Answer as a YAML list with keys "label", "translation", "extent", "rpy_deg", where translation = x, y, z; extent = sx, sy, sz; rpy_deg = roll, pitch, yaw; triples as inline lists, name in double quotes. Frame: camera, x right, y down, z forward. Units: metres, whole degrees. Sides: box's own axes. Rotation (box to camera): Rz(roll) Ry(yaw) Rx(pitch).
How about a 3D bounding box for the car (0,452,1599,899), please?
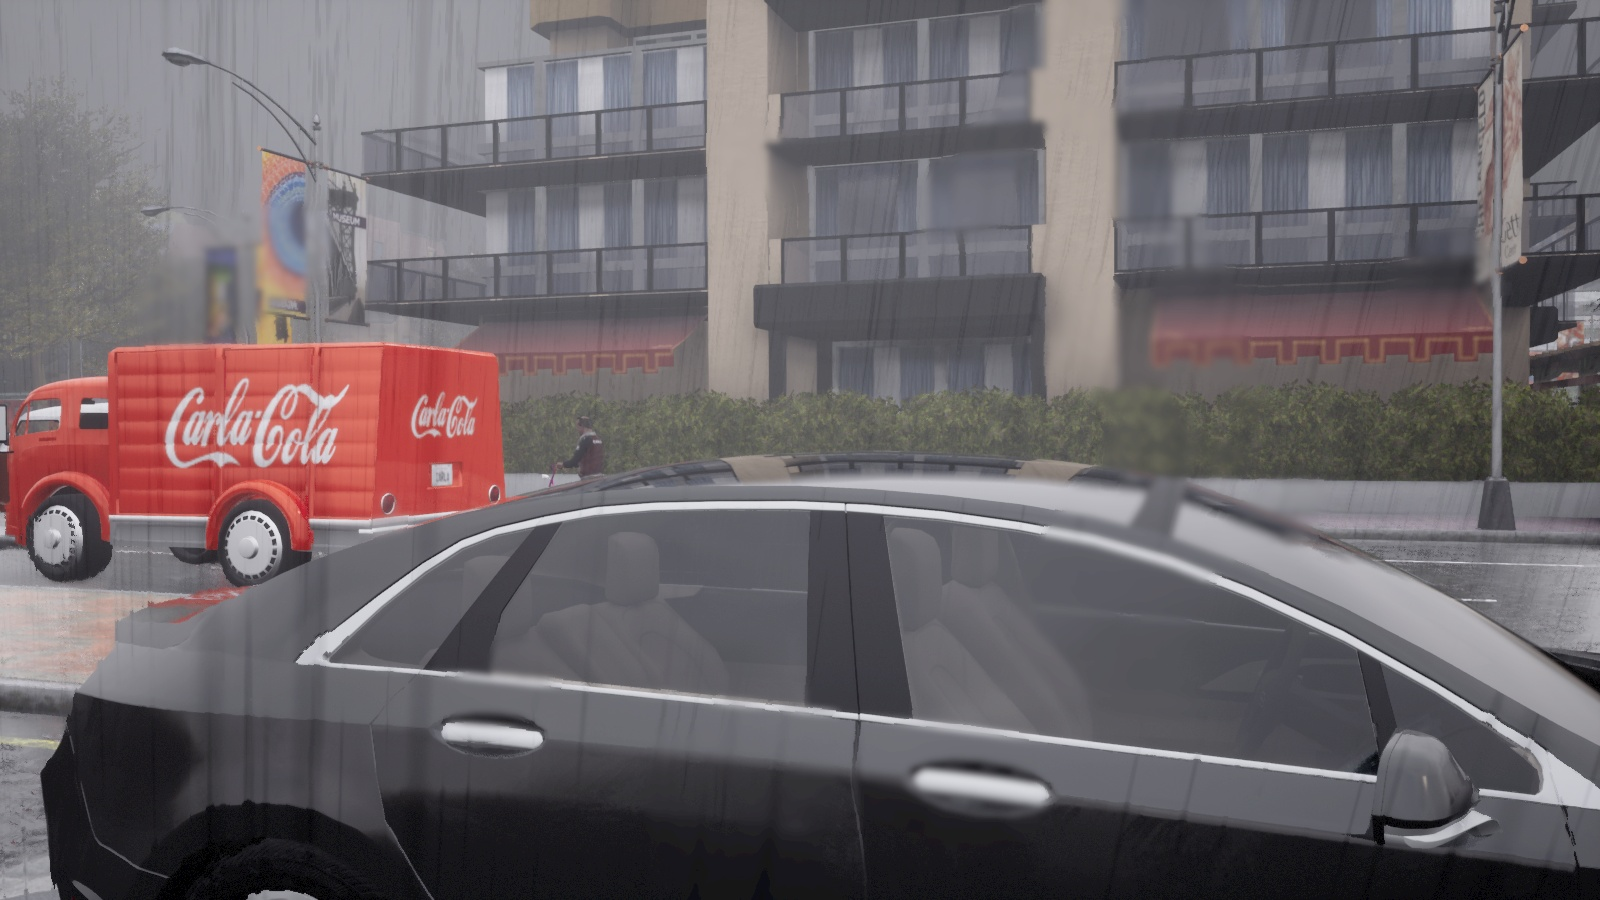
- label: "car"
  translation: [0.540, 0.785, 3.011]
  extent: [4.892, 1.490, 1.837]
  rpy_deg: [1, 1, 19]

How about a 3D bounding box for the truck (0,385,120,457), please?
- label: "truck"
  translation: [-42.201, -1.612, 69.671]
  extent: [8.468, 3.827, 2.891]
  rpy_deg: [1, 1, 19]

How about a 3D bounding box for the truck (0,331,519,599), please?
- label: "truck"
  translation: [-6.039, 0.099, 13.653]
  extent: [5.204, 2.467, 2.627]
  rpy_deg: [1, 1, 19]

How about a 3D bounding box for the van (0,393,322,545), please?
- label: "van"
  translation: [-9.596, 0.218, 18.508]
  extent: [4.480, 2.038, 2.069]
  rpy_deg: [1, 1, 19]
